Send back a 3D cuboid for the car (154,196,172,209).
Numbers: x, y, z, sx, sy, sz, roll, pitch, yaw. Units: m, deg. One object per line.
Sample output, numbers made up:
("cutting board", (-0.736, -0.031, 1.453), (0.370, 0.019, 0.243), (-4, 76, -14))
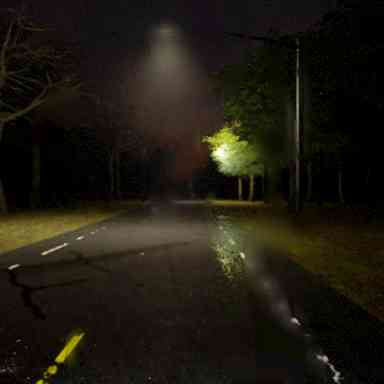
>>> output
("car", (-3.582, 1.282, 41.307), (1.837, 1.490, 4.892), (0, 0, 0))
